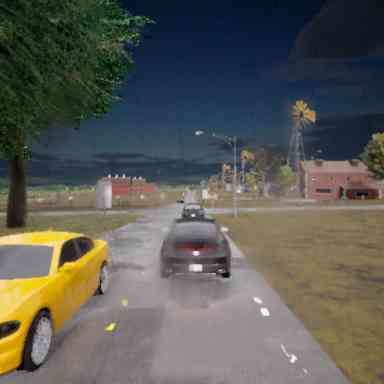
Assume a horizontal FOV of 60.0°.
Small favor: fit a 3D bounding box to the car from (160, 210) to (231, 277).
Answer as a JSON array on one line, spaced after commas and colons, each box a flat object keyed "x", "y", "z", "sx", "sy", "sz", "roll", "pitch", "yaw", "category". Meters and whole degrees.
[{"x": 0.093, "y": 1.533, "z": 10.300, "sx": 1.837, "sy": 1.490, "sz": 4.892, "roll": 0, "pitch": 0, "yaw": 0, "category": "car"}]

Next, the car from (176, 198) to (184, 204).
[{"x": -2.746, "y": 2.185, "z": 79.199, "sx": 1.895, "sy": 1.301, "sz": 4.718, "roll": 0, "pitch": -1, "yaw": 0, "category": "car"}]

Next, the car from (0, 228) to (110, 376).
[{"x": -2.849, "y": 1.491, "z": 5.889, "sx": 1.882, "sy": 1.535, "sz": 5.008, "roll": 0, "pitch": 0, "yaw": 0, "category": "car"}]

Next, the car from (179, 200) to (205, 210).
[{"x": 0.095, "y": 1.628, "z": 27.181, "sx": 1.812, "sy": 1.442, "sz": 4.674, "roll": 0, "pitch": 0, "yaw": 0, "category": "car"}]
